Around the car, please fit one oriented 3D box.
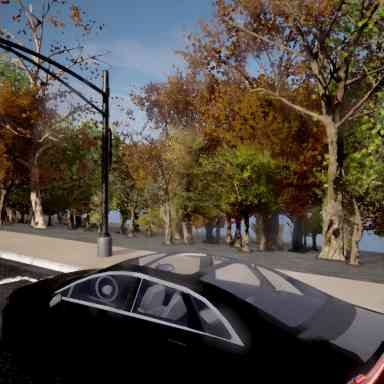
[{"bbox_3d":[-0.382,1.491,3.963,4.902,1.511,2.128,0,0,36],"label":"car"}]
